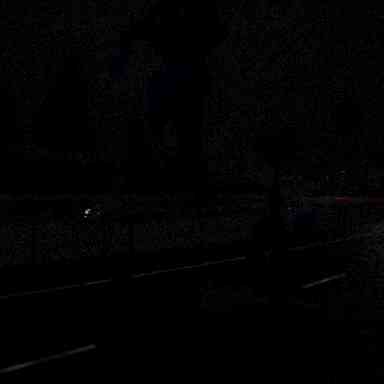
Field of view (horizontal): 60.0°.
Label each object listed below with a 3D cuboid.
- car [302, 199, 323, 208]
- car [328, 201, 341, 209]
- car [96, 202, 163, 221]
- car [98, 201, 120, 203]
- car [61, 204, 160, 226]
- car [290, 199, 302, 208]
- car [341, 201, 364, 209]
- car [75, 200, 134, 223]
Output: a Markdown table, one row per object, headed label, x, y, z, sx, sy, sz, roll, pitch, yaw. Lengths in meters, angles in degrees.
| label | x | y | z | sx | sy | sz | roll | pitch | yaw |
| --- | --- | --- | --- | --- | --- | --- | --- | --- | --- |
| car | 20.677 | 1.956 | 56.010 | 2.128 | 1.511 | 4.902 | 0 | -1 | 34 |
| car | 23.347 | 2.043 | 53.670 | 1.895 | 1.301 | 4.718 | 0 | -1 | 34 |
| car | -4.381 | 1.679 | 22.864 | 5.008 | 1.535 | 1.882 | 0 | -1 | -40 |
| car | -5.828 | 1.584 | 26.216 | 4.553 | 1.767 | 2.097 | 0 | -1 | -40 |
| car | -4.543 | 1.640 | 18.232 | 5.008 | 1.535 | 1.882 | 0 | -1 | -39 |
| car | 19.092 | 2.004 | 59.944 | 1.837 | 1.490 | 4.892 | 0 | 0 | 33 |
| car | 23.043 | 1.949 | 47.140 | 1.994 | 1.385 | 4.181 | 0 | 0 | 36 |
| car | -7.672 | 1.612 | 29.245 | 4.553 | 1.767 | 2.097 | 0 | -1 | -41 |
